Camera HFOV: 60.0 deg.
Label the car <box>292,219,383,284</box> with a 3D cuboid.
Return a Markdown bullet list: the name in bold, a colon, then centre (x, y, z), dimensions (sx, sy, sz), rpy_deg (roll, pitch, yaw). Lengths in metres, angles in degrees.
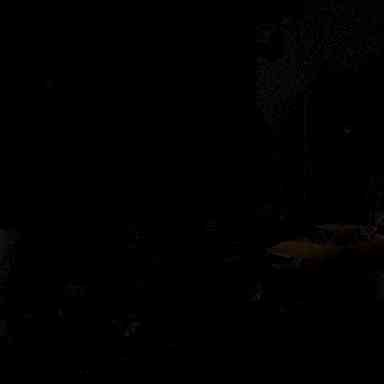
- **car**: centre (3.992, 1.526, 9.552), dimensions (4.829, 1.417, 1.752), rpy_deg (0, 0, -36)

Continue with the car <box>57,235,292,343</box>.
- **car**: centre (-0.279, 1.566, 6.469), dimensions (4.313, 1.339, 1.947), rpy_deg (0, 0, -36)
